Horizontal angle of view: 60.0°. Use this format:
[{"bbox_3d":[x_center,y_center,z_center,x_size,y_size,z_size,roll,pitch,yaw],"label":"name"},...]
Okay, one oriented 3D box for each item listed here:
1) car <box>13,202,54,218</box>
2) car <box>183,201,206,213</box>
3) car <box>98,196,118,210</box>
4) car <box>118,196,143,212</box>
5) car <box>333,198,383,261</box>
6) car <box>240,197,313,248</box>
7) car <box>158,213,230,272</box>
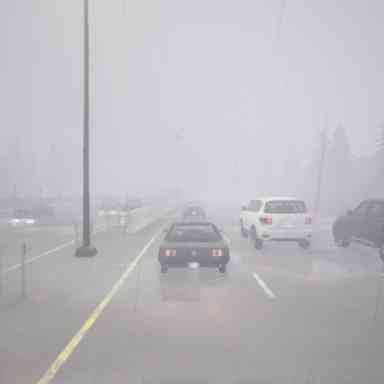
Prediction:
[{"bbox_3d":[-13.976,1.556,29.487,1.994,1.385,4.181,0,0,1],"label":"car"},{"bbox_3d":[0.213,1.517,28.644,1.812,1.442,4.674,0,0,1],"label":"car"},{"bbox_3d":[-10.179,1.339,41.810,2.097,1.767,4.553,0,0,2],"label":"car"},{"bbox_3d":[-6.759,1.494,38.412,1.837,1.490,4.892,0,0,2],"label":"car"},{"bbox_3d":[7.029,1.220,11.705,2.150,2.045,5.566,0,0,0],"label":"car"},{"bbox_3d":[3.519,1.219,14.810,2.150,2.045,5.566,0,0,0],"label":"car"},{"bbox_3d":[0.027,1.598,10.790,1.895,1.301,4.718,0,0,-1],"label":"car"}]
